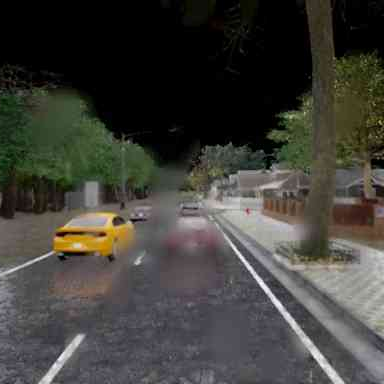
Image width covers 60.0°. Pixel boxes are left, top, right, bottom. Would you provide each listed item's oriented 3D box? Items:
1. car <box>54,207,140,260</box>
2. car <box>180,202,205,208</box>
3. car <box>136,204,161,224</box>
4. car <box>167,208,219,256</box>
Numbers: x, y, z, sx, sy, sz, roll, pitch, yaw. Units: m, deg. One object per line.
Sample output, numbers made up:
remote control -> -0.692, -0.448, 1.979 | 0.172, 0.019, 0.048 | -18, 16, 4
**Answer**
car -> -3.464, 1.535, 12.661 | 1.882, 1.535, 5.008 | 0, -1, 1
car -> 0.052, 1.588, 27.530 | 2.128, 1.511, 4.902 | 0, 0, 1
car -> -3.497, 1.639, 25.393 | 2.033, 1.411, 5.357 | 0, 0, 1
car -> 0.041, 1.584, 13.219 | 1.812, 1.442, 4.674 | 0, 0, 0
